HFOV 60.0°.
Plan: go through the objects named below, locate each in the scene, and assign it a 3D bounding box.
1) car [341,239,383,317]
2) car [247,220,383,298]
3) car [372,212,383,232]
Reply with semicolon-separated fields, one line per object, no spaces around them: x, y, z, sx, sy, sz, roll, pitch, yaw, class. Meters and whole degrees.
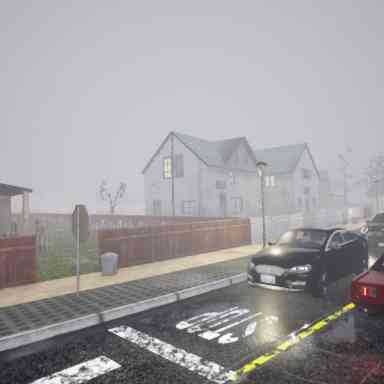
5.009;1.707;6.807;1.895;1.301;4.718;-4;-4;45;car
3.446;1.771;9.429;2.128;1.511;4.902;-4;-4;44;car
9.737;1.736;16.143;2.097;1.767;4.553;-4;-4;41;car
